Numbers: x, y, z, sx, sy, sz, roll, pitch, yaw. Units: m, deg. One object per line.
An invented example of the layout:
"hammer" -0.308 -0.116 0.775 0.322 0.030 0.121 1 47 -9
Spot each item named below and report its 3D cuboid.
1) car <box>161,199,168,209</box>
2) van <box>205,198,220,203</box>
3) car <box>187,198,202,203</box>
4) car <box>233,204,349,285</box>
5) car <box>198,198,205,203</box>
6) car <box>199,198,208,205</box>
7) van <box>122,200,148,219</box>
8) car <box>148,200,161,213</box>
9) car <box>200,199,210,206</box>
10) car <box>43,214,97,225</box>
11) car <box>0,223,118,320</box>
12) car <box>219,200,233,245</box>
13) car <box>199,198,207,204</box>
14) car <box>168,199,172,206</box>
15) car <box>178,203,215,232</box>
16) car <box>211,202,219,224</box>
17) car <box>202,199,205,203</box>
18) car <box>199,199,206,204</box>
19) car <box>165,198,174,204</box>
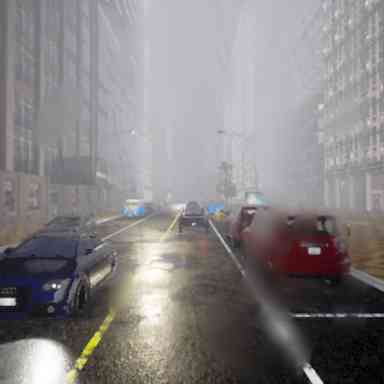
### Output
"car" -5.672 2.071 55.260 2.008 1.369 4.403 0 -1 0
"van" 2.707 1.699 38.173 1.690 1.788 3.998 0 -1 0
"car" 0.110 1.902 45.226 1.882 1.535 5.008 0 0 0
"car" 2.701 1.407 9.730 2.192 1.841 5.009 0 -1 0
"car" 2.716 2.452 95.058 2.008 1.369 4.403 0 -1 0
"car" 2.713 2.177 77.992 1.967 1.590 4.097 0 -1 0
"van" -5.675 1.646 32.506 1.690 1.788 3.998 0 -1 0
"car" -5.675 1.978 43.882 1.947 1.339 4.313 0 -1 0
"car" 2.711 2.233 72.303 2.008 1.369 4.403 0 -1 0
"car" -5.680 1.712 15.437 1.947 1.339 4.313 0 -1 0
"car" -3.021 1.636 7.459 1.994 1.385 4.181 0 -1 0
"car" 2.702 1.460 15.418 2.192 1.841 5.009 0 -1 0
"car" 2.714 2.336 83.680 1.887 1.381 4.507 0 -1 0
"car" -5.669 2.069 66.639 1.967 1.590 4.097 0 -1 0
"car" 0.104 1.695 21.758 2.128 1.511 4.902 0 -1 0
"car" 2.703 1.778 26.964 1.752 1.417 4.829 0 -1 0
"car" 2.706 1.962 43.860 2.008 1.369 4.403 0 -1 0
"car" 2.715 2.428 89.369 1.802 1.307 4.206 0 -1 0
"car" -5.667 2.337 83.704 1.887 1.381 4.507 0 -1 0
